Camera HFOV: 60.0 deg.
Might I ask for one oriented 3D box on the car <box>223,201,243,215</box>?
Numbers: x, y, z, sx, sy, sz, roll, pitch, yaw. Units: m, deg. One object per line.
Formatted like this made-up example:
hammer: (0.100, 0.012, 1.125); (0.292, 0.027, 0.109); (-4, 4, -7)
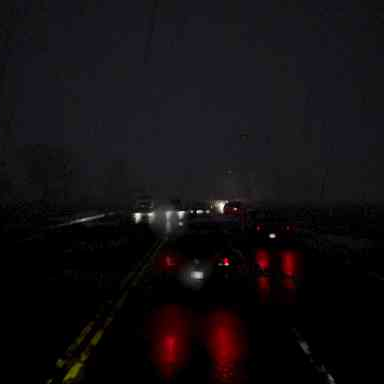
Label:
car: (4.261, 1.604, 34.045); (1.994, 1.385, 4.181); (0, 0, 3)

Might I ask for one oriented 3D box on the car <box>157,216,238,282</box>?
car: (0.170, 1.615, 9.813); (1.895, 1.301, 4.718); (0, 0, 1)

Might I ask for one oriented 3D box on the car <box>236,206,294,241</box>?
car: (3.594, 1.623, 16.797); (1.895, 1.301, 4.718); (0, 0, 2)

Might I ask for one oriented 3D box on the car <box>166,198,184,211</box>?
car: (-2.026, 1.553, 41.482); (1.837, 1.490, 4.892); (0, 0, 4)

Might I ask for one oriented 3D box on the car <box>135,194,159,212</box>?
car: (-5.356, 1.267, 40.373); (2.150, 2.045, 5.566); (0, 0, 3)

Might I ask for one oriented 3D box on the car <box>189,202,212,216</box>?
car: (0.730, 1.583, 28.405); (2.033, 1.411, 5.357); (0, 0, 3)
